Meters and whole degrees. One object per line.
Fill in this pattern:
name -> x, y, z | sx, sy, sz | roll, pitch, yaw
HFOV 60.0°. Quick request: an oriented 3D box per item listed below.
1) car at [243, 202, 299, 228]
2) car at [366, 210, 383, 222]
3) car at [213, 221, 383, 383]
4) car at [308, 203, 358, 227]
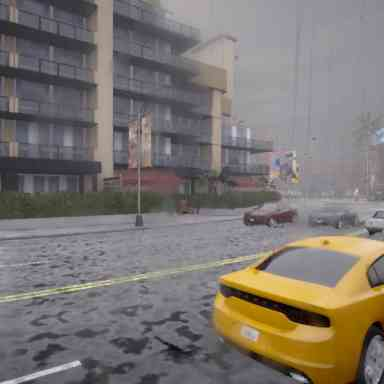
car -> 5.362, 1.467, 22.254 | 1.882, 1.535, 5.008 | 0, 0, 42
car -> 10.755, 1.595, 17.565 | 1.895, 1.301, 4.718 | 0, 0, 42
car -> 2.583, 1.476, 5.346 | 5.008, 1.535, 1.882 | 0, 0, -39
car -> 8.971, 1.498, 21.022 | 1.837, 1.490, 4.892 | 0, 0, 42
